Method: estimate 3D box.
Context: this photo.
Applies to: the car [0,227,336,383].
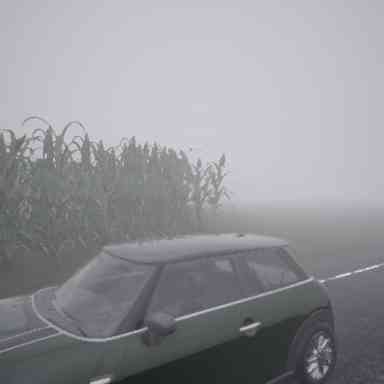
[{"bbox_3d":[-0.460,1.352,3.679,4.553,1.767,2.097,0,0,-36],"label":"car"}]
